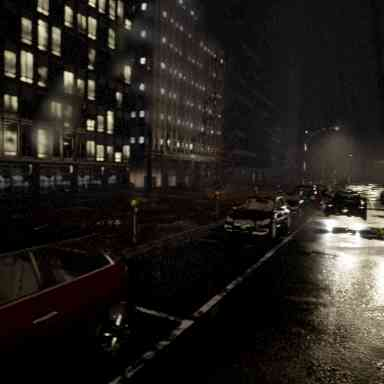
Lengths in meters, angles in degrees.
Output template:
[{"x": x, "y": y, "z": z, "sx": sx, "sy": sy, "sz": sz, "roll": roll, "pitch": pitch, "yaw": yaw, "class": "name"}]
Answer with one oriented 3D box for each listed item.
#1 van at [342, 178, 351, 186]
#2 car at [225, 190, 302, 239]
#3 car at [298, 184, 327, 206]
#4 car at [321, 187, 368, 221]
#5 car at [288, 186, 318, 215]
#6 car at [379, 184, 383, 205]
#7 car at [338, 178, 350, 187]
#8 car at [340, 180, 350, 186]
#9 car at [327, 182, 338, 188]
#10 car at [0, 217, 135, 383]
[{"x": 37.830, "y": -2.525, "z": 81.545, "sx": 1.690, "sy": 1.788, "sz": 3.998, "roll": 3, "pitch": 4, "yaw": 27, "class": "van"}, {"x": 2.681, "y": 0.811, "z": 12.755, "sx": 2.008, "sy": 1.369, "sz": 4.403, "roll": 3, "pitch": 4, "yaw": 27, "class": "car"}, {"x": 7.705, "y": 0.246, "z": 22.577, "sx": 1.967, "sy": 1.590, "sz": 4.097, "roll": 3, "pitch": 4, "yaw": 27, "class": "car"}, {"x": 8.553, "y": 0.663, "z": 18.341, "sx": 1.994, "sy": 1.385, "sz": 4.181, "roll": 4, "pitch": 4, "yaw": 27, "class": "car"}, {"x": 5.192, "y": 0.584, "z": 17.670, "sx": 2.008, "sy": 1.369, "sz": 4.403, "roll": 3, "pitch": 4, "yaw": 27, "class": "car"}, {"x": 16.702, "y": 0.330, "z": 27.587, "sx": 2.033, "sy": 1.411, "sz": 5.357, "roll": 4, "pitch": 4, "yaw": 27, "class": "car"}, {"x": 27.784, "y": -1.420, "z": 61.900, "sx": 1.947, "sy": 1.339, "sz": 4.313, "roll": 3, "pitch": 4, "yaw": 27, "class": "car"}, {"x": 35.313, "y": -2.081, "z": 76.644, "sx": 1.947, "sy": 1.339, "sz": 4.313, "roll": 3, "pitch": 4, "yaw": 27, "class": "car"}, {"x": 12.722, "y": -0.081, "z": 32.413, "sx": 1.947, "sy": 1.339, "sz": 4.313, "roll": 3, "pitch": 4, "yaw": 27, "class": "car"}, {"x": -2.336, "y": 1.156, "z": 2.921, "sx": 1.967, "sy": 1.590, "sz": 4.097, "roll": 3, "pitch": 4, "yaw": 27, "class": "car"}]
